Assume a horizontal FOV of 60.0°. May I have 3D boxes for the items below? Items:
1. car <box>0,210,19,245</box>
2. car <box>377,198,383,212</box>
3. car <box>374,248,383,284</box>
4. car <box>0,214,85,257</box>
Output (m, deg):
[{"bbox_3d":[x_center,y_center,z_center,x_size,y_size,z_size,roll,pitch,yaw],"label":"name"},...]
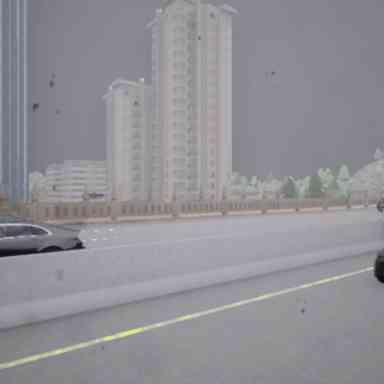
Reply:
[{"bbox_3d":[-9.850,1.563,14.164,4.181,1.385,1.994,0,0,-36],"label":"car"},{"bbox_3d":[23.284,1.285,37.940,5.566,2.045,2.150,0,0,-37],"label":"car"},{"bbox_3d":[6.400,1.569,8.314,4.181,1.385,1.994,0,0,-36],"label":"car"},{"bbox_3d":[-5.378,1.491,8.756,4.902,1.511,2.128,0,0,-36],"label":"car"}]
